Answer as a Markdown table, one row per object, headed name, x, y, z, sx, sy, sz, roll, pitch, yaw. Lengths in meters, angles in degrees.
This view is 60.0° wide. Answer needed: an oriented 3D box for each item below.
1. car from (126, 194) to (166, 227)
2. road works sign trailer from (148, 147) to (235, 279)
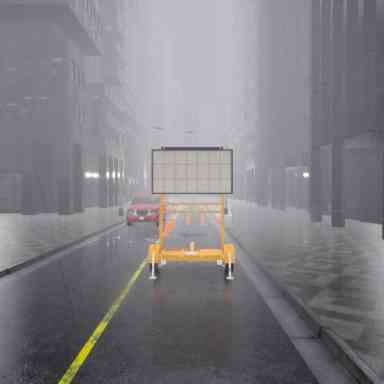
| name | x | y | z | sx | sy | sz | roll | pitch | yaw |
| --- | --- | --- | --- | --- | --- | --- | --- | --- | --- |
| car | -3.006 | 1.204 | 22.686 | 2.150 | 2.045 | 5.566 | 0 | 0 | 0 |
| road works sign trailer | 0.006 | 0.459 | 9.993 | 2.380 | 3.560 | 2.880 | 0 | 0 | 1 |
